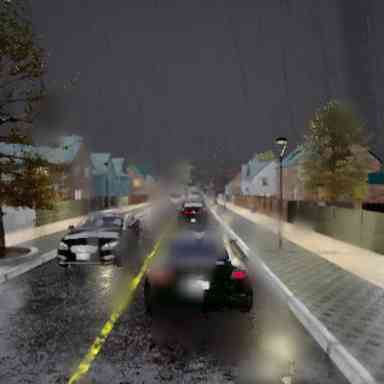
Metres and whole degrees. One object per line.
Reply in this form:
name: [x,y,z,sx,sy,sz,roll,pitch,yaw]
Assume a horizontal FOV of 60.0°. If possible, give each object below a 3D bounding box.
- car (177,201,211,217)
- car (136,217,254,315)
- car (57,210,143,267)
car: [0.108,1.354,21.211,1.837,1.490,4.892,0,0,1]
car: [0.117,1.503,7.535,1.994,1.385,4.181,0,0,0]
car: [-2.822,1.403,11.095,2.128,1.511,4.902,0,0,0]
